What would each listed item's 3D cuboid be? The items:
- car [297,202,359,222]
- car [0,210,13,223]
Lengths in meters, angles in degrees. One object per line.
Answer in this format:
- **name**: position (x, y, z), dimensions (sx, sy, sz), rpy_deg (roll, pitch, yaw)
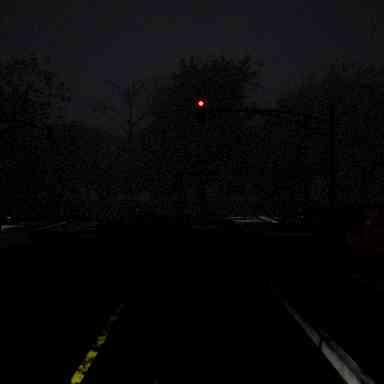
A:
- **car**: position (10.908, 1.648, 26.397), dimensions (4.718, 1.301, 1.895), rpy_deg (0, 0, -1)
- **car**: position (-14.896, 1.473, 22.866), dimensions (4.674, 1.442, 1.812), rpy_deg (0, 0, 0)
